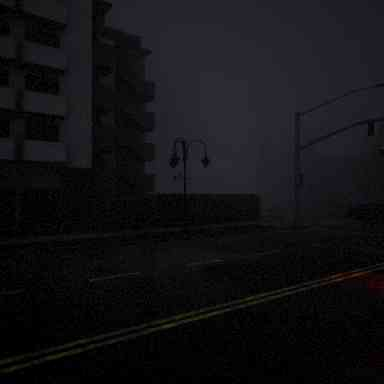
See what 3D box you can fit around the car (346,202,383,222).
[{"bbox_3d":[13.879,1.477,24.212,1.882,1.535,5.008,0,0,-37],"label":"car"}]
